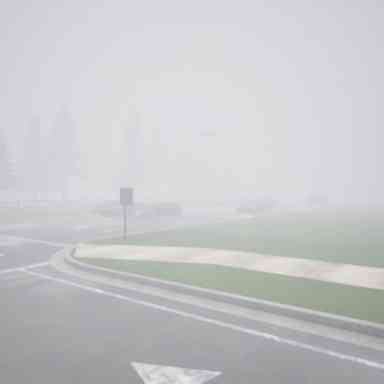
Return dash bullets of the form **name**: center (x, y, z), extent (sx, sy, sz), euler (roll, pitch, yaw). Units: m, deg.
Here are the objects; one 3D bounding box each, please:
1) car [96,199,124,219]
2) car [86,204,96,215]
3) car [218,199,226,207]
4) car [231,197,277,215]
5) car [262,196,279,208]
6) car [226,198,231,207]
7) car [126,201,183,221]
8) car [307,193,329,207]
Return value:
- **car**: center (-5.547, 1.528, 29.735), extent (2.033, 1.411, 5.357), euler (0, 0, 36)
- **car**: center (-7.951, 1.469, 32.375), extent (2.128, 1.511, 4.902), euler (0, 0, 36)
- **car**: center (5.933, 1.579, 51.270), extent (1.895, 1.301, 4.718), euler (0, 0, 37)
- **car**: center (6.478, 1.534, 34.296), extent (2.033, 1.411, 5.357), euler (0, 0, 36)
- **car**: center (10.020, 1.336, 45.017), extent (2.097, 1.767, 4.553), euler (0, 0, 36)
- **car**: center (7.306, 1.473, 47.237), extent (2.128, 1.511, 4.902), euler (0, 0, 36)
- **car**: center (-2.754, 1.475, 27.625), extent (2.128, 1.511, 4.902), euler (0, 0, 36)
- **car**: center (19.897, 1.197, 52.427), extent (2.150, 2.045, 5.566), euler (0, 0, 36)
